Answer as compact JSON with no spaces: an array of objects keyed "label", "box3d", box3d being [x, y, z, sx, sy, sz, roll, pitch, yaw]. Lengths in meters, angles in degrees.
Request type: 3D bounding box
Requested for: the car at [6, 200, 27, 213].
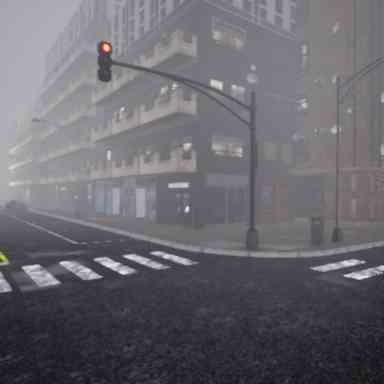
[{"label":"car","box3d":[-18.663,1.504,35.385,1.802,1.307,4.206,1,0,-36]}]
